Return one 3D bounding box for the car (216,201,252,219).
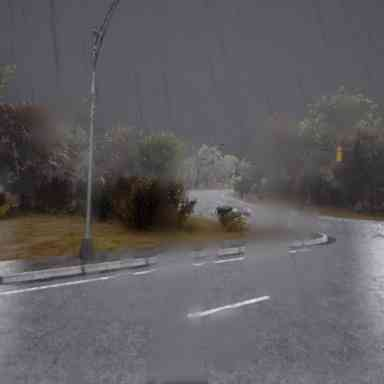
[{"bbox_3d":[4.209,1.765,34.035,2.097,1.767,4.553,2,0,-22],"label":"car"}]
